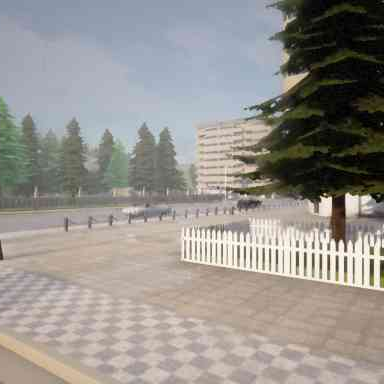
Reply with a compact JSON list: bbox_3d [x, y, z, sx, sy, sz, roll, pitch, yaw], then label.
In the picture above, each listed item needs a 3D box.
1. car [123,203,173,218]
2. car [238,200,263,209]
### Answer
[{"bbox_3d":[-3.806,1.601,29.739,1.895,1.301,4.718,0,0,36],"label":"car"},{"bbox_3d":[8.197,1.477,46.505,1.882,1.535,5.008,0,0,36],"label":"car"}]
